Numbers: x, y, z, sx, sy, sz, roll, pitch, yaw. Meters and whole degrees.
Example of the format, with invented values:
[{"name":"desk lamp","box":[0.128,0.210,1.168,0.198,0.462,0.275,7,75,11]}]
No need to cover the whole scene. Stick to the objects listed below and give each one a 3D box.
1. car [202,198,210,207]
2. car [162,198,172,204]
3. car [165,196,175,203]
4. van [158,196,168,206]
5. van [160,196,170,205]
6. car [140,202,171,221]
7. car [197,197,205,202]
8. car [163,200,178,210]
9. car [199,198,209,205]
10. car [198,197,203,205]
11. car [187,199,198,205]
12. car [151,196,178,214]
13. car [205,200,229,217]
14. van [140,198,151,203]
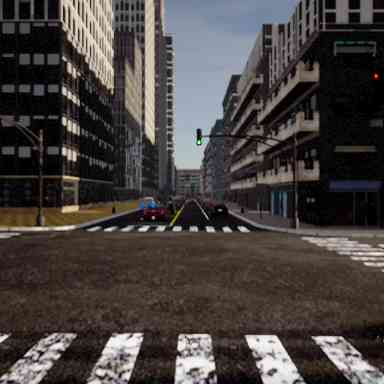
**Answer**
[{"name":"car","box":[2.628,1.822,43.346,1.887,1.381,4.507,0,0,0]},{"name":"car","box":[-5.799,2.052,77.259,2.008,1.369,4.403,0,0,0]},{"name":"car","box":[-5.815,1.893,88.569,2.192,1.841,5.009,0,0,0]},{"name":"van","box":[-5.784,1.767,65.951,1.690,1.788,3.998,0,0,0]},{"name":"van","box":[-5.792,1.805,71.606,1.690,1.788,3.998,0,0,0]},{"name":"car","box":[-3.142,1.786,29.174,1.895,1.301,4.718,0,0,0]},{"name":"car","box":[2.558,2.182,94.233,1.947,1.339,4.313,0,0,0]},{"name":"car","box":[-3.151,1.879,49.163,1.994,1.385,4.181,0,0,0]},{"name":"car","box":[2.589,2.008,71.616,1.887,1.381,4.507,0,0,0]},{"name":"car","box":[2.605,1.939,60.309,2.008,1.369,4.403,0,0,0]},{"name":"car","box":[0.004,2.050,69.444,1.895,1.301,4.718,0,0,0]},{"name":"car","box":[-3.158,1.471,39.075,2.150,2.045,5.566,0,0,0]},{"name":"car","box":[2.643,1.778,33.379,1.947,1.339,4.313,0,0,0]},{"name":"van","box":[-5.753,1.619,43.335,1.690,1.788,3.998,0,0,0]}]
